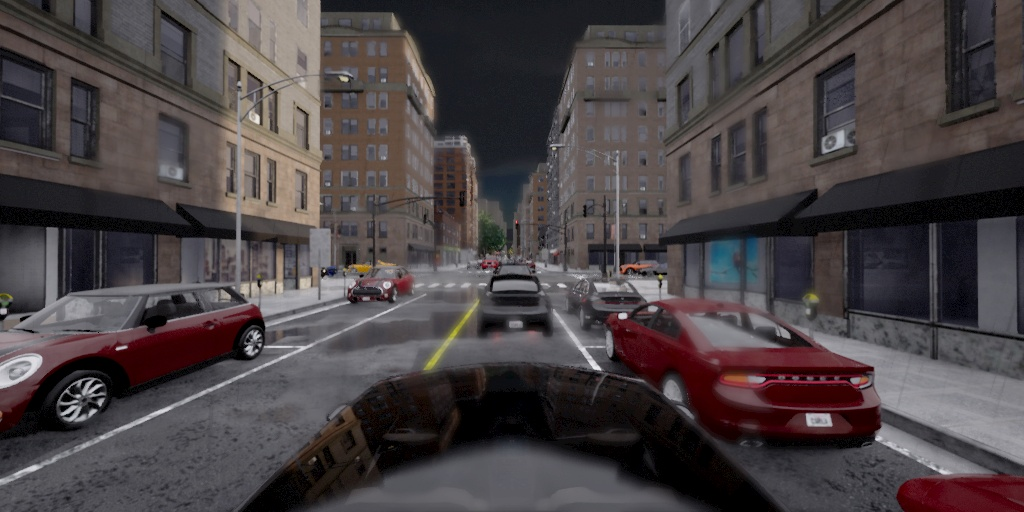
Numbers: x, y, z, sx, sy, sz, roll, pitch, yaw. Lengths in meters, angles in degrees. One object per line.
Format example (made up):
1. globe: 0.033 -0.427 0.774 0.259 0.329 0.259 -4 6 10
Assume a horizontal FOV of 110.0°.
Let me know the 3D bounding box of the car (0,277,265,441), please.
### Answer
1. car: -5.852 1.189 5.362 1.967 1.591 4.097 0 0 0

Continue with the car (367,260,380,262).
1. car: -15.217 1.199 38.988 5.008 1.535 1.882 0 0 0

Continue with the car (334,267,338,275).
1. car: -18.409 1.135 32.372 5.008 1.535 1.882 0 0 0

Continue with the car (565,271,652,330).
1. car: 2.683 1.298 10.847 2.007 1.370 4.403 0 0 0

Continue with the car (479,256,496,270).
1. car: -3.130 0.987 52.606 2.150 2.045 5.566 0 0 0

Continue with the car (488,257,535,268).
1. car: 0.121 1.100 17.686 2.097 1.767 4.553 0 0 0

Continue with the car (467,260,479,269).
1. car: -5.906 1.318 54.709 2.007 1.370 4.403 0 0 0

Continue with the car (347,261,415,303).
1. car: -5.834 1.187 16.348 1.967 1.591 4.097 0 0 0

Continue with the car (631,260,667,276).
1. car: 15.191 1.378 35.961 5.357 1.411 2.033 0 0 0

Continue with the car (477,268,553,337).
1. car: 0.057 1.253 10.271 1.837 1.490 4.892 0 0 -1

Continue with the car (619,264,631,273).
1. car: 14.025 1.202 39.223 4.553 1.767 2.097 0 0 0

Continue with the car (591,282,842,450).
1. car: 2.675 1.294 5.355 1.888 1.381 4.507 0 0 0

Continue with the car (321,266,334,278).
1. car: -18.019 0.855 29.117 5.566 2.045 2.150 0 0 0
